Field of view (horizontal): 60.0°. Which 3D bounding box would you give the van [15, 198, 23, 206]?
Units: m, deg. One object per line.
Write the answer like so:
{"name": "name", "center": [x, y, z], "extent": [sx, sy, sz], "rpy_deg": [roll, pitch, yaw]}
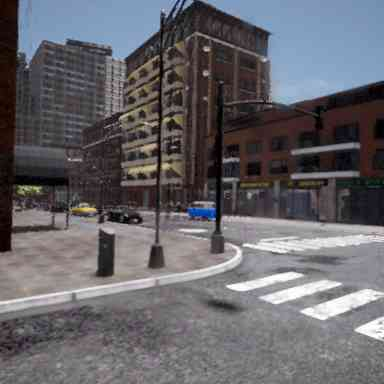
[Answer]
{"name": "van", "center": [-37.097, 2.177, 73.256], "extent": [1.690, 1.788, 3.998], "rpy_deg": [1, -1, -35]}

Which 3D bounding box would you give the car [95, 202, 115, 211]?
{"name": "car", "center": [-14.469, 2.351, 55.250], "extent": [1.947, 1.339, 4.313], "rpy_deg": [1, -1, -35]}

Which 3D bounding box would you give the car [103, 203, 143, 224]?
{"name": "car", "center": [-5.624, 1.844, 27.727], "extent": [1.947, 1.339, 4.313], "rpy_deg": [1, -1, -35]}

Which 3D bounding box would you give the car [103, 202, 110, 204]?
{"name": "car", "center": [-11.541, 1.983, 41.034], "extent": [1.837, 1.490, 4.892], "rpy_deg": [2, -2, -35]}

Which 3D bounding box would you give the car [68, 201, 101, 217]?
{"name": "car", "center": [-11.822, 1.911, 36.693], "extent": [1.752, 1.417, 4.829], "rpy_deg": [1, -1, -35]}

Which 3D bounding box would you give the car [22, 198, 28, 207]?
{"name": "car", "center": [-30.803, 2.161, 64.149], "extent": [1.967, 1.590, 4.097], "rpy_deg": [1, -1, -35]}

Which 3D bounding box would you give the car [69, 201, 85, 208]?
{"name": "car", "center": [-23.911, 2.520, 68.907], "extent": [1.947, 1.339, 4.313], "rpy_deg": [1, -1, -35]}

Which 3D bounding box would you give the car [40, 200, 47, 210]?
{"name": "car", "center": [-21.362, 2.134, 50.489], "extent": [1.802, 1.307, 4.206], "rpy_deg": [1, -1, -35]}

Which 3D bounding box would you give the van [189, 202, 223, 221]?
{"name": "van", "center": [1.271, 1.853, 32.491], "extent": [1.690, 1.788, 3.998], "rpy_deg": [1, -1, -35]}

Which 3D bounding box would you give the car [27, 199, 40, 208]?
{"name": "car", "center": [-27.657, 2.230, 59.594], "extent": [1.947, 1.339, 4.313], "rpy_deg": [1, -1, -35]}

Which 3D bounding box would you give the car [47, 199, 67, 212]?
{"name": "car", "center": [-18.214, 2.062, 45.937], "extent": [1.947, 1.339, 4.313], "rpy_deg": [1, -1, -35]}
